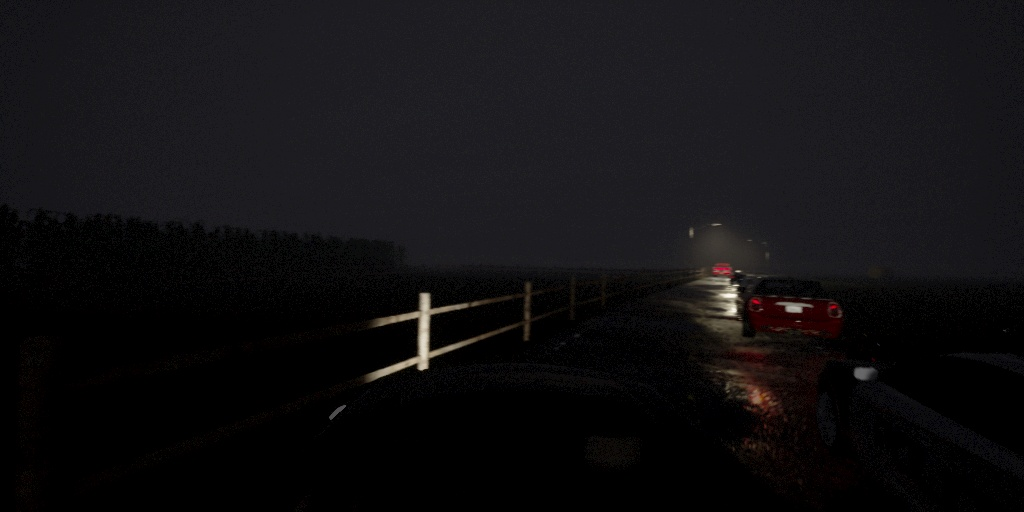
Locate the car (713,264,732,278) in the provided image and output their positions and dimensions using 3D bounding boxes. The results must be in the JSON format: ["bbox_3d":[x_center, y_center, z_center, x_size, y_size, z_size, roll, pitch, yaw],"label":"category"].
[{"bbox_3d":[31.194,2.161,53.171,2.150,2.045,5.566,1,-1,33],"label":"car"}]

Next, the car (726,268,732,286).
[{"bbox_3d":[21.471,2.110,33.402,1.994,1.385,4.181,1,0,34],"label":"car"}]

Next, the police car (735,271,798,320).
[{"bbox_3d":[11.093,1.574,15.987,1.930,1.638,5.238,1,0,32],"label":"police car"}]

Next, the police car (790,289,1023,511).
[{"bbox_3d":[3.600,1.275,2.136,1.930,1.638,5.238,1,0,25],"label":"police car"}]

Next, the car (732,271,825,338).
[{"bbox_3d":[8.039,1.382,10.769,2.097,1.767,4.553,1,0,29],"label":"car"}]
